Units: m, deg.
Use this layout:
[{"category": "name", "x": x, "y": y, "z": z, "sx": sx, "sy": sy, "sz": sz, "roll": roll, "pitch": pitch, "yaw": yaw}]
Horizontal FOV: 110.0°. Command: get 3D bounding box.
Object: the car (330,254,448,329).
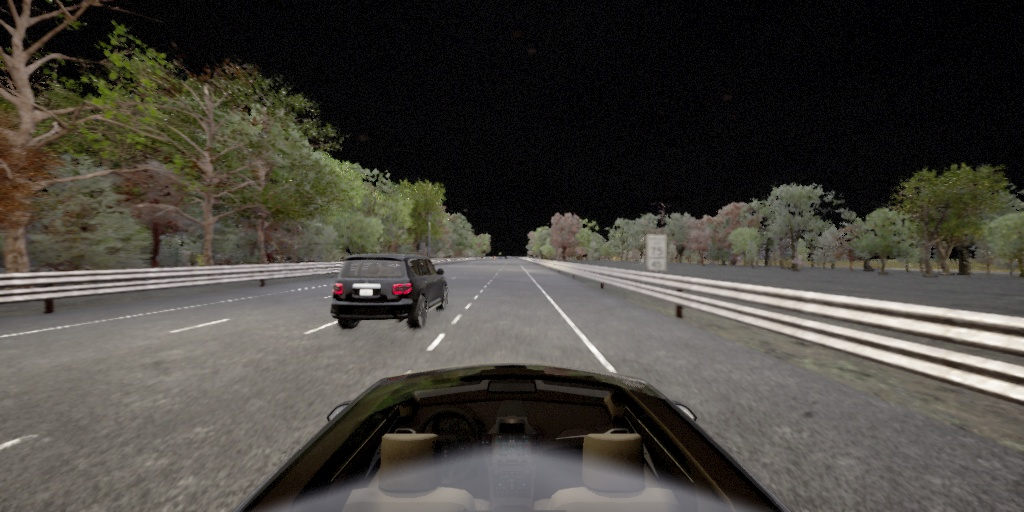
[{"category": "car", "x": -3.493, "y": 0.967, "z": 11.264, "sx": 2.150, "sy": 2.045, "sz": 5.566, "roll": 0, "pitch": 0, "yaw": 0}]
